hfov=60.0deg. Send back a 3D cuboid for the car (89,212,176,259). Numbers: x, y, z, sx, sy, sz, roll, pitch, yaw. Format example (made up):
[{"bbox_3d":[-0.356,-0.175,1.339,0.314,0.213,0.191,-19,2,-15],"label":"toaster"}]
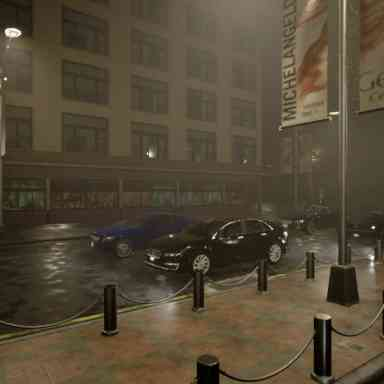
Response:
[{"bbox_3d":[-1.514,1.526,12.764,4.674,1.442,1.812,0,0,-35],"label":"car"}]

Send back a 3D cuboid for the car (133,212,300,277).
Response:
[{"bbox_3d":[0.918,1.505,10.195,4.892,1.490,1.837,0,0,-36],"label":"car"}]

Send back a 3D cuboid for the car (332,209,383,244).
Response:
[{"bbox_3d":[9.076,1.601,16.036,4.718,1.301,1.895,0,0,-35],"label":"car"}]

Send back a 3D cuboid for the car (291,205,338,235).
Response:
[{"bbox_3d":[6.851,1.492,18.746,4.902,1.511,2.128,0,0,-35],"label":"car"}]
